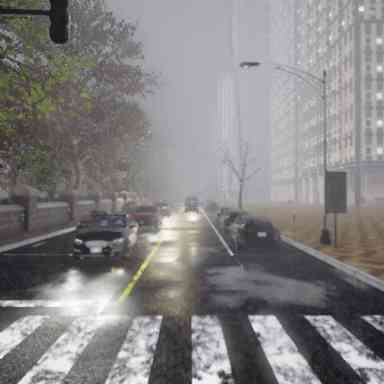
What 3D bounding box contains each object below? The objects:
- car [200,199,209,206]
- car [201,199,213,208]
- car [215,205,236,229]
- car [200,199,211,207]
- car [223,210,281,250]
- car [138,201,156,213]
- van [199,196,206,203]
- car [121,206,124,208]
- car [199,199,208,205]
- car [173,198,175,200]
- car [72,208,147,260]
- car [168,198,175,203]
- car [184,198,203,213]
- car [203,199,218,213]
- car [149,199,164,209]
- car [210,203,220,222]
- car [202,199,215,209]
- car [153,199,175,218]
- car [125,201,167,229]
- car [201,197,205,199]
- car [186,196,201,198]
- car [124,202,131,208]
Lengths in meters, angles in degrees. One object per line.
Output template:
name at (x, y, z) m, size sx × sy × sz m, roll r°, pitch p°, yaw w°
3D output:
car at (2.660, 2.176, 71.128) m, size 1.802 × 1.307 × 4.206 m, roll 0°, pitch -1°, yaw 0°
car at (2.665, 2.044, 59.864) m, size 2.008 × 1.369 × 4.403 m, roll 0°, pitch -1°, yaw 0°
car at (2.682, 1.727, 20.439) m, size 1.947 × 1.339 × 4.313 m, roll 0°, pitch 0°, yaw 0°
car at (2.663, 2.094, 65.496) m, size 2.008 × 1.369 × 4.403 m, roll 0°, pitch -1°, yaw 0°
car at (2.684, 1.682, 14.806) m, size 1.947 × 1.339 × 4.313 m, roll 0°, pitch 0°, yaw 0°
car at (-5.707, 1.870, 42.795) m, size 1.752 × 1.417 × 4.829 m, roll 0°, pitch 0°, yaw 0°
van at (2.654, 2.092, 88.027) m, size 1.690 × 1.788 × 3.998 m, roll 0°, pitch -1°, yaw 0°
car at (-5.698, 1.742, 20.435) m, size 1.802 × 1.307 × 4.206 m, roll 0°, pitch 0°, yaw 0°
car at (2.658, 2.227, 76.760) m, size 1.802 × 1.307 × 4.206 m, roll 0°, pitch -1°, yaw 0°
car at (-5.725, 2.241, 82.388) m, size 1.887 × 1.381 × 4.507 m, roll 0°, pitch -1°, yaw 0°
car at (-3.157, 1.593, 12.962) m, size 2.128 × 1.511 × 4.902 m, roll 0°, pitch 0°, yaw -3°
car at (-5.729, 2.328, 93.483) m, size 1.752 × 1.417 × 4.829 m, roll 0°, pitch -1°, yaw 0°
car at (-0.019, 1.883, 41.674) m, size 2.033 × 1.411 × 5.357 m, roll 0°, pitch 0°, yaw 0°
car at (2.673, 1.891, 42.969) m, size 1.887 × 1.381 × 4.507 m, roll 0°, pitch 0°, yaw 0°
car at (-5.712, 1.884, 54.229) m, size 1.967 × 1.590 × 4.097 m, roll 0°, pitch 0°, yaw 0°
car at (2.680, 1.772, 26.071) m, size 1.947 × 1.339 × 4.313 m, roll 0°, pitch 0°, yaw 0°
car at (2.668, 1.884, 54.232) m, size 1.967 × 1.590 × 4.097 m, roll 0°, pitch -1°, yaw 0°
car at (-3.084, 1.773, 33.709) m, size 1.837 × 1.490 × 4.892 m, roll 0°, pitch 0°, yaw 0°
car at (-3.103, 1.661, 23.309) m, size 1.882 × 1.535 × 5.008 m, roll 0°, pitch 0°, yaw 0°
car at (2.671, 1.835, 48.601) m, size 1.967 × 1.590 × 4.097 m, roll 0°, pitch 0°, yaw 0°
car at (-0.023, 1.647, 52.123) m, size 2.150 × 2.045 × 5.566 m, roll 0°, pitch 0°, yaw 0°
car at (-5.702, 1.692, 31.701) m, size 1.967 × 1.590 × 4.097 m, roll 0°, pitch 0°, yaw 0°
